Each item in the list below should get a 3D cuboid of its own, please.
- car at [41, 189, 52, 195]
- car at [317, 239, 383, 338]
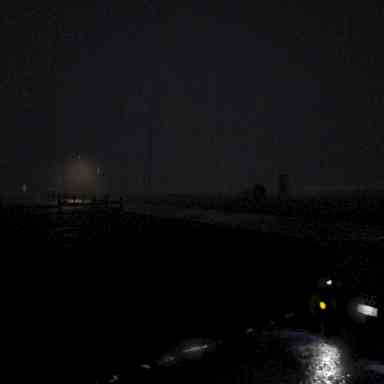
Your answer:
[{"bbox_3d":[-35.478,0.133,81.217,1.837,1.490,4.892,-2,2,-35],"label":"car"},{"bbox_3d":[4.102,1.459,5.859,4.181,1.385,1.994,-1,1,-35],"label":"car"}]
